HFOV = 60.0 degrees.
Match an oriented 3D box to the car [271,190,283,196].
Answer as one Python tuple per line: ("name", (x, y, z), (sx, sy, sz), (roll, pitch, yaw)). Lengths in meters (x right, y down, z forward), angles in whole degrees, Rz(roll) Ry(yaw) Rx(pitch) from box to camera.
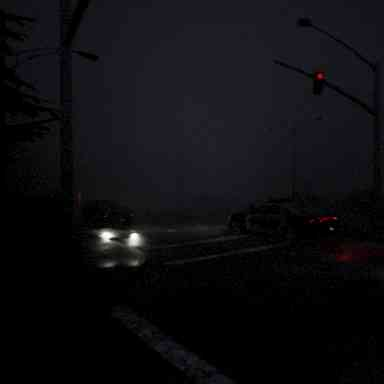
("car", (16.536, 0.636, 62.366), (1.905, 1.878, 3.866), (-1, 0, -35))

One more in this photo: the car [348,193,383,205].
("car", (24.107, 0.865, 45.568), (2.007, 1.523, 4.514), (-1, 0, -35))

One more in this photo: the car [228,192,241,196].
("car", (6.073, 0.844, 55.004), (2.152, 1.636, 5.027), (-1, 0, -35))

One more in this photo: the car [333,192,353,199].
("car", (33.954, 0.713, 74.958), (1.845, 1.501, 3.633), (-1, 0, -35))

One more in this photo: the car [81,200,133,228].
("car", (-5.329, 1.243, 20.574), (1.882, 1.535, 5.008), (-1, 1, -35))

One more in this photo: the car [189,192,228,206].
("car", (2.074, 1.081, 43.175), (2.007, 1.523, 4.514), (-1, 0, -35))

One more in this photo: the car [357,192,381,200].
("car", (35.787, 0.742, 67.174), (1.970, 1.475, 3.806), (-1, 0, -35))

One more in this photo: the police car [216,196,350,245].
("police car", (3.565, 1.132, 14.139), (1.930, 1.638, 5.238), (-1, 0, -35))

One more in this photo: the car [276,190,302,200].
("car", (18.675, 0.627, 64.376), (1.932, 1.855, 4.605), (-1, 0, -35))

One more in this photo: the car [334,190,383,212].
("car", (15.349, 0.794, 30.655), (1.905, 1.878, 3.866), (-1, 0, -35))

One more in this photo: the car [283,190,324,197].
("car", (13.509, 0.793, 38.981), (1.932, 1.855, 4.605), (-1, 0, -35))
